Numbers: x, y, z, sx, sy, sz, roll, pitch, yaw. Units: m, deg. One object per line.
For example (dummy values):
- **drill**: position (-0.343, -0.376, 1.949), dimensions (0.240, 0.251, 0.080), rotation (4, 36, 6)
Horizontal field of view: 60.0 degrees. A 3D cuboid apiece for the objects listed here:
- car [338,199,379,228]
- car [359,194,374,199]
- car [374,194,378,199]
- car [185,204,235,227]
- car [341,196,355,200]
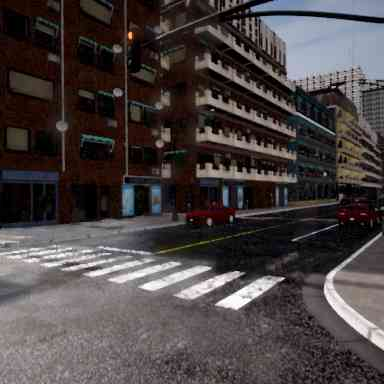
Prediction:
- **car**: position (10.230, 1.371, 20.343), dimensions (1.887, 1.381, 4.507), rotation (-1, 0, 36)
- **car**: position (37.002, 1.291, 71.173), dimensions (1.802, 1.307, 4.206), rotation (-1, 0, 36)
- **car**: position (43.724, 1.229, 80.336), dimensions (1.947, 1.339, 4.313), rotation (-1, 0, 36)
- **car**: position (1.305, 1.513, 22.735), dimensions (1.887, 1.381, 4.507), rotation (-1, 0, 36)
- **car**: position (26.917, 1.345, 57.428), dimensions (1.947, 1.339, 4.313), rotation (-1, 0, 36)
